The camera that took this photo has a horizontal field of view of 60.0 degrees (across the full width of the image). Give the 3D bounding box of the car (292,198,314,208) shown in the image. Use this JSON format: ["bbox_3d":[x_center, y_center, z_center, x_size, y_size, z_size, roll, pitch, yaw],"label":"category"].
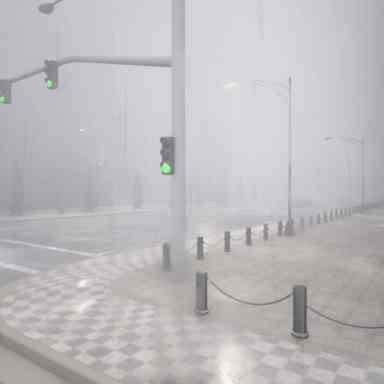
[{"bbox_3d":[15.466,1.506,46.337,1.994,1.385,4.181,0,0,36],"label":"car"}]
